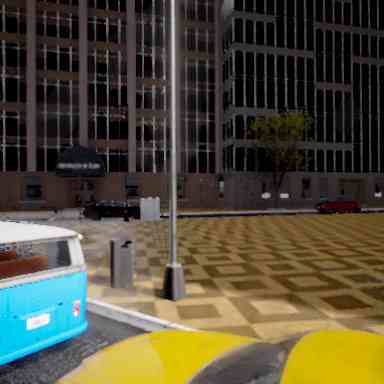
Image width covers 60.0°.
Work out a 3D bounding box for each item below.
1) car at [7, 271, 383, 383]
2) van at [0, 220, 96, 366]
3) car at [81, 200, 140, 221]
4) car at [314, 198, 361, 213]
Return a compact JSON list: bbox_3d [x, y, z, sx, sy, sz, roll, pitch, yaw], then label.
[{"bbox_3d":[0.984,1.526,2.026,4.829,1.417,1.752,0,0,36],"label":"car"},{"bbox_3d":[-3.382,1.344,5.141,3.998,1.788,1.690,0,0,36],"label":"van"},{"bbox_3d":[-5.510,1.324,24.159,4.902,1.511,2.128,0,0,-14],"label":"car"},{"bbox_3d":[13.909,1.259,31.889,4.181,1.385,1.994,0,0,-14],"label":"car"}]
